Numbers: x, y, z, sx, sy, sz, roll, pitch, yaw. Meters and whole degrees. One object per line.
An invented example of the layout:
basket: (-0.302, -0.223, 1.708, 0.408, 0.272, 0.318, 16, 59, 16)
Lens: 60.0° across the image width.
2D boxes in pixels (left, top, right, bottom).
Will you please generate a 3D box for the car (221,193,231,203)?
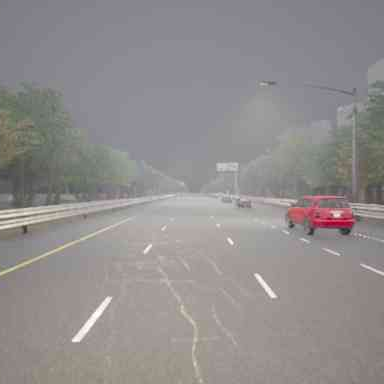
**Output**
car: (7.252, 1.574, 70.911, 2.128, 1.511, 4.902, 0, 0, 0)

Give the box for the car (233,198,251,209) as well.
car: (7.104, 1.563, 46.756, 1.812, 1.442, 4.674, 0, 0, 0)

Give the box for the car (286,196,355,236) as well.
car: (7.012, 1.228, 18.754, 2.150, 2.045, 5.566, 0, 0, 0)
